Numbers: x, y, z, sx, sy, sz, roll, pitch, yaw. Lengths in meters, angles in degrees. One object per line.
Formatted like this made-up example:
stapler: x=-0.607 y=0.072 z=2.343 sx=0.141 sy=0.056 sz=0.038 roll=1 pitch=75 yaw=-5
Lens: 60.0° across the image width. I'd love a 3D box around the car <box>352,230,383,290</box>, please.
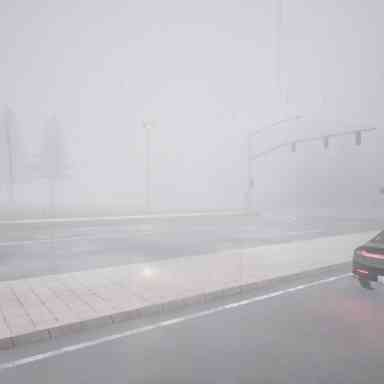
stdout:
car: x=5.717 y=1.492 z=7.848 sx=4.902 sy=1.511 sz=2.128 roll=0 pitch=0 yaw=-36
